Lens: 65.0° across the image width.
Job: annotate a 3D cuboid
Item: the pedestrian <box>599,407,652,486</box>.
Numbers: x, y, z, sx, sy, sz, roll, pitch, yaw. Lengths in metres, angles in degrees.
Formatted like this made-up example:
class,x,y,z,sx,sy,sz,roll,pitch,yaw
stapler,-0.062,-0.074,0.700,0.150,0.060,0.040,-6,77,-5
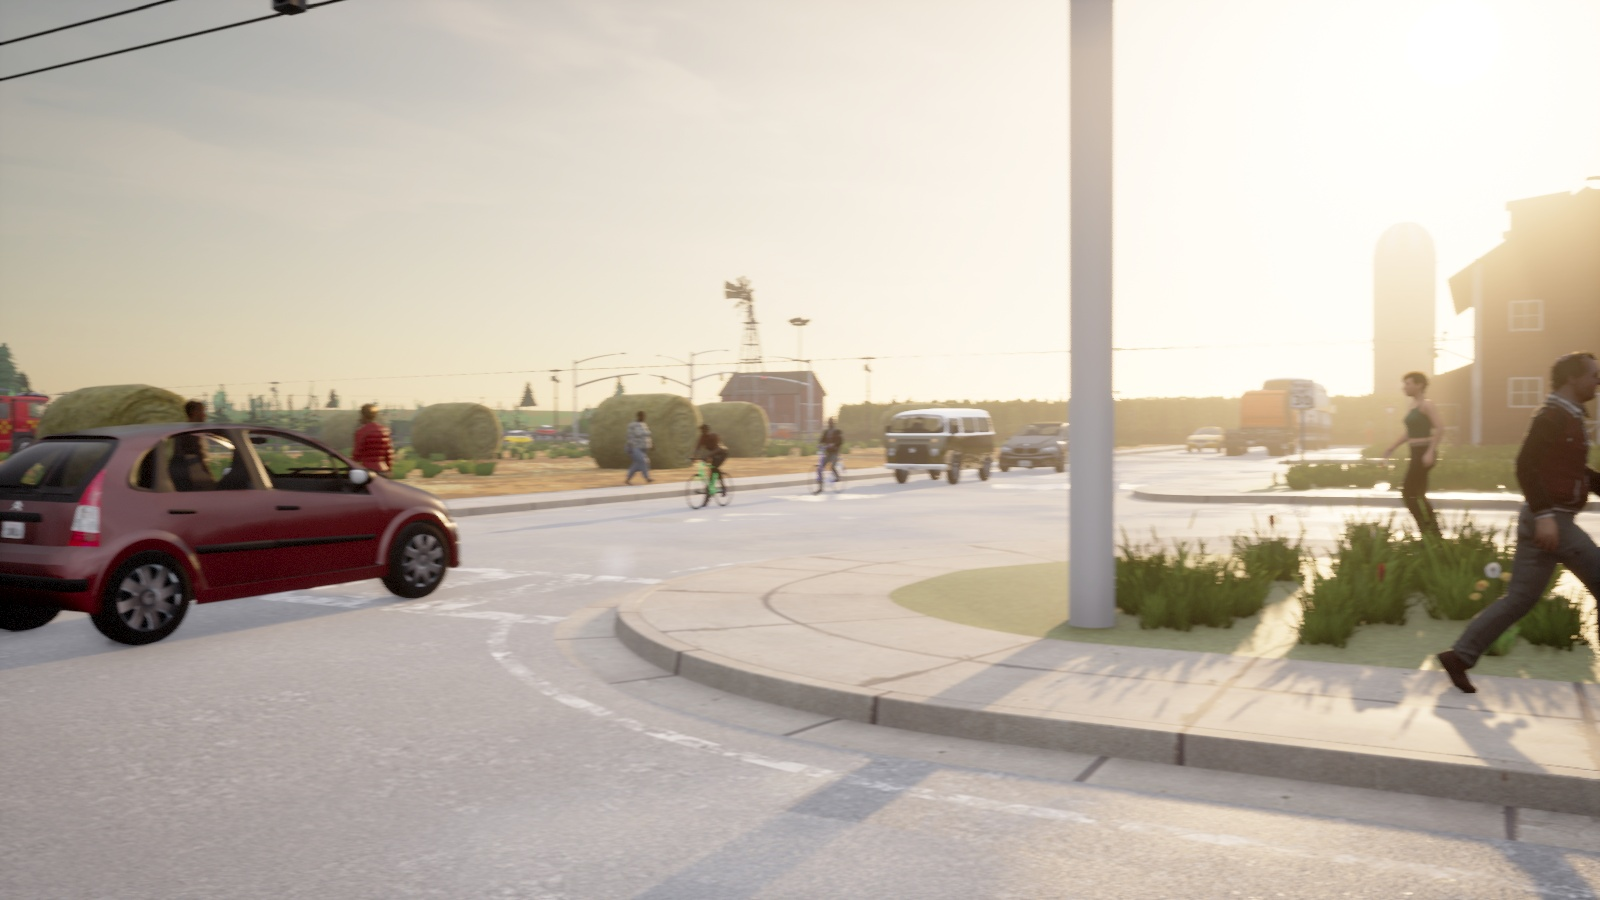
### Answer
class,x,y,z,sx,sy,sz,roll,pitch,yaw
pedestrian,-4.174,-0.100,30.057,0.900,1.855,0.874,1,1,37

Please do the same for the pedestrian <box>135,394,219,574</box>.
class,x,y,z,sx,sy,sz,roll,pitch,yaw
pedestrian,-6.552,0.340,13.214,0.703,1.840,0.431,-1,1,-40

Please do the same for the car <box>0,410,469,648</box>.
class,x,y,z,sx,sy,sz,roll,pitch,yaw
car,-4.914,0.490,10.701,1.851,1.617,3.988,1,1,27

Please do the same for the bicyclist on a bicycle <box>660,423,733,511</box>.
class,x,y,z,sx,sy,sz,roll,pitch,yaw
bicyclist on a bicycle,-1.951,0.301,23.976,0.582,1.620,1.656,0,1,28

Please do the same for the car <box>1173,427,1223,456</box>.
class,x,y,z,sx,sy,sz,roll,pitch,yaw
car,22.602,-0.488,71.133,1.801,1.575,5.366,1,1,28

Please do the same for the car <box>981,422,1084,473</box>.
class,x,y,z,sx,sy,sz,roll,pitch,yaw
car,8.055,-0.131,43.204,2.242,1.667,4.611,0,1,27

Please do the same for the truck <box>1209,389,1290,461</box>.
class,x,y,z,sx,sy,sz,roll,pitch,yaw
truck,23.359,-1.294,64.986,2.891,3.462,7.936,1,1,27

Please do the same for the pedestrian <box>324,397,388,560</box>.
class,x,y,z,sx,sy,sz,roll,pitch,yaw
pedestrian,-5.154,0.319,14.578,0.636,1.846,0.331,1,1,25

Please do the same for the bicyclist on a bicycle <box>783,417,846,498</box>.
class,x,y,z,sx,sy,sz,roll,pitch,yaw
bicyclist on a bicycle,0.347,0.153,28.386,0.659,1.776,1.843,1,1,28

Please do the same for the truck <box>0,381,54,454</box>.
class,x,y,z,sx,sy,sz,roll,pitch,yaw
truck,-43.709,-1.692,64.926,2.891,3.827,8.468,1,1,31

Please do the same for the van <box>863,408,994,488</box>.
class,x,y,z,sx,sy,sz,roll,pitch,yaw
van,3.633,-0.099,34.695,2.069,2.038,4.480,1,1,27

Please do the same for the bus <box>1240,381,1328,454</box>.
class,x,y,z,sx,sy,sz,roll,pitch,yaw
bus,30.410,-1.915,78.519,3.944,4.253,10.273,1,0,27

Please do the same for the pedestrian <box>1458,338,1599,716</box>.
class,x,y,z,sx,sy,sz,roll,pitch,yaw
pedestrian,3.797,0.375,6.442,0.720,1.854,0.376,1,1,29

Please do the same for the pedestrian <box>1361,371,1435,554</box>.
class,x,y,z,sx,sy,sz,roll,pitch,yaw
pedestrian,6.083,0.122,12.787,0.594,1.836,0.345,0,1,12
